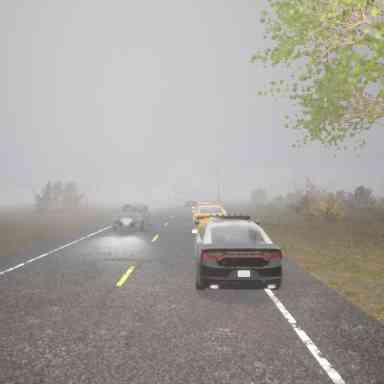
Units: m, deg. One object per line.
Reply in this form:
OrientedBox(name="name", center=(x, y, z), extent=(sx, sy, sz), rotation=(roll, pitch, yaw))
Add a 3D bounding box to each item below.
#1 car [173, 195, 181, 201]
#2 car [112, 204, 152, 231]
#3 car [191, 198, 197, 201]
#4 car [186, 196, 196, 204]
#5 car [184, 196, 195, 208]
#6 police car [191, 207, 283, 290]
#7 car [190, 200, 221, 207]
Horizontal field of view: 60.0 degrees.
OrientedBox(name="car", center=(-3.681, 1.519, 82.613), extent=(1.837, 1.490, 4.892), rotation=(0, 0, 0))
OrientedBox(name="car", center=(-3.645, 1.497, 20.895), extent=(2.128, 1.511, 4.902), rotation=(0, 0, 0))
OrientedBox(name="car", center=(0.994, 1.461, 25.305), extent=(1.801, 1.575, 5.366), rotation=(0, 0, 0))
OrientedBox(name="car", center=(-0.139, 1.516, 63.322), extent=(1.837, 1.490, 4.892), rotation=(0, 0, 0))
OrientedBox(name="car", center=(-0.069, 1.534, 47.654), extent=(1.812, 1.442, 4.674), rotation=(0, 0, 1))
OrientedBox(name="police car", center=(1.030, 1.428, 9.223), extent=(1.930, 1.638, 5.238), rotation=(0, 0, 0))
OrientedBox(name="car", center=(1.008, 1.482, 19.114), extent=(1.882, 1.535, 5.008), rotation=(0, 0, 0))
